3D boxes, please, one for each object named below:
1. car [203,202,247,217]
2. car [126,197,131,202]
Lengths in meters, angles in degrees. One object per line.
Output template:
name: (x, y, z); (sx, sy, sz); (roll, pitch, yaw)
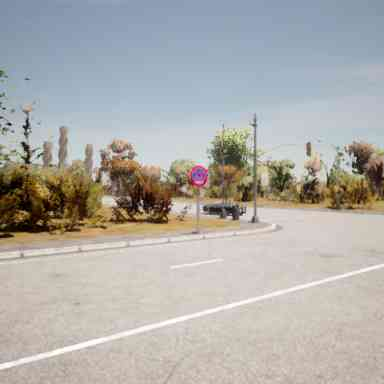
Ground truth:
car: (3.103, 1.592, 32.014); (1.895, 1.301, 4.718); (0, 0, -32)
car: (-10.316, 1.420, 53.283); (1.994, 1.385, 4.181); (0, 1, -32)
